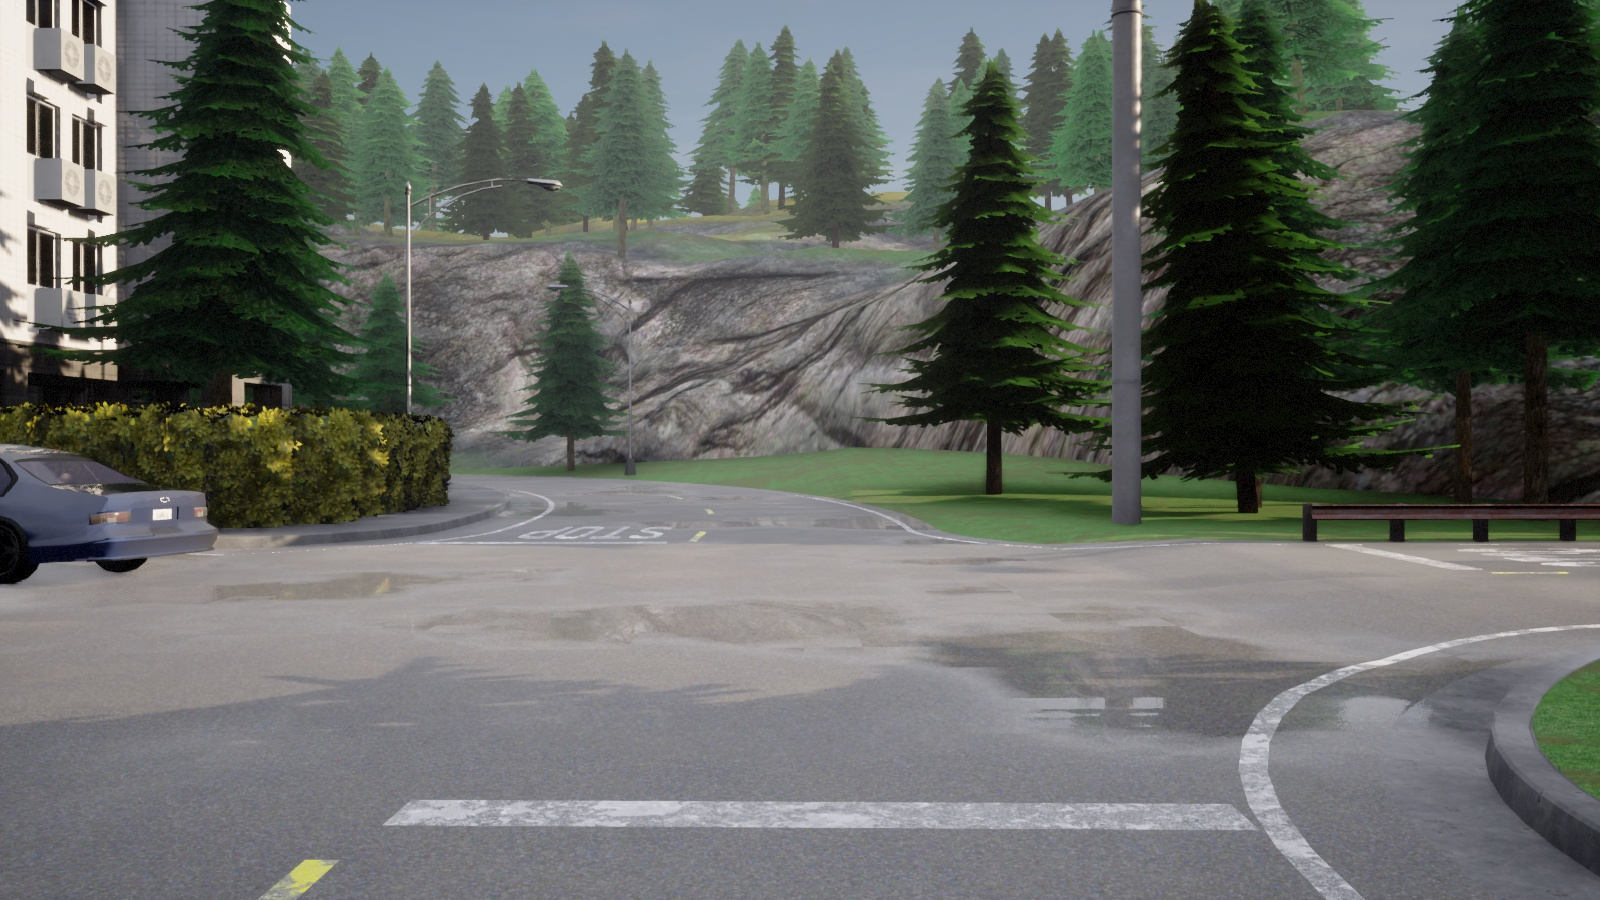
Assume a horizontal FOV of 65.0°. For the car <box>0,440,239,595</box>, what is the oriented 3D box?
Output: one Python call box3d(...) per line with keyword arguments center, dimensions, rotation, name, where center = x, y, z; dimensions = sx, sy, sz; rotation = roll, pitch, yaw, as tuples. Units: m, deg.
box3d(center=(-9.259, 0.604, 13.918), dimensions=(5.357, 1.411, 2.033), rotation=(3, 0, 13), name="car")
